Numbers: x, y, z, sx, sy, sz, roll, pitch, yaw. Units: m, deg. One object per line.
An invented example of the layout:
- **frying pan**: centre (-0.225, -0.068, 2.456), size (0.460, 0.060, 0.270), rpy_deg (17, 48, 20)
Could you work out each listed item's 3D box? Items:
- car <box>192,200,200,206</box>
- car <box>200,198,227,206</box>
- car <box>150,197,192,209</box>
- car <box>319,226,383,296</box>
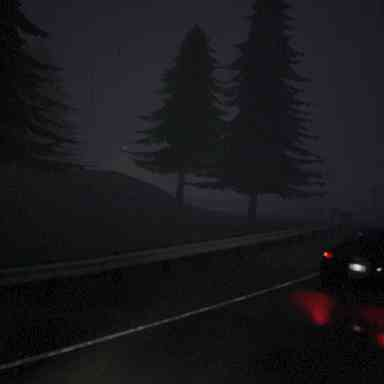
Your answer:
- **car**: centre (-1.890, 1.406, 46.961), size (4.902, 1.511, 2.128), rpy_deg (0, 0, 35)
- **car**: centre (3.030, 1.507, 52.070), size (4.718, 1.301, 1.895), rpy_deg (0, 0, 35)
- **car**: centre (-2.796, 1.526, 43.329), size (4.718, 1.301, 1.895), rpy_deg (0, 0, 35)
- **car**: centre (4.959, 1.548, 8.291), size (4.181, 1.385, 1.994), rpy_deg (0, 0, -42)
